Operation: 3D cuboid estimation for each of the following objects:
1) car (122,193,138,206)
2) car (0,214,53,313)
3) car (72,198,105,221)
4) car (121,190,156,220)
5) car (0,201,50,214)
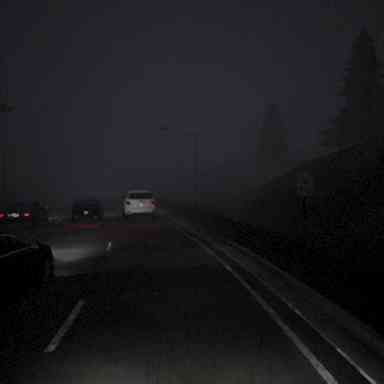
[{"bbox_3d":[-7.860,0.916,41.997,1.812,1.442,4.674,0,1,-13],"label":"car"},{"bbox_3d":[-3.970,1.412,5.813,2.128,1.511,4.902,0,1,-6],"label":"car"},{"bbox_3d":[-7.317,1.140,23.663,1.882,1.535,5.008,0,1,-12],"label":"car"},{"bbox_3d":[-3.978,0.860,24.803,2.150,2.045,5.566,0,1,-12],"label":"car"},{"bbox_3d":[-10.182,1.264,20.486,2.033,1.411,5.357,0,1,-13],"label":"car"}]
